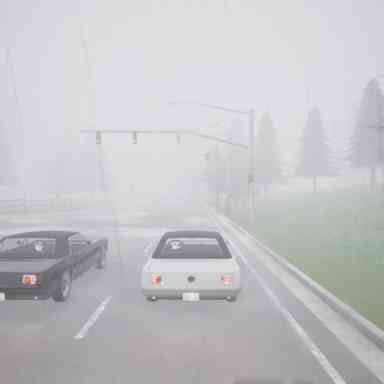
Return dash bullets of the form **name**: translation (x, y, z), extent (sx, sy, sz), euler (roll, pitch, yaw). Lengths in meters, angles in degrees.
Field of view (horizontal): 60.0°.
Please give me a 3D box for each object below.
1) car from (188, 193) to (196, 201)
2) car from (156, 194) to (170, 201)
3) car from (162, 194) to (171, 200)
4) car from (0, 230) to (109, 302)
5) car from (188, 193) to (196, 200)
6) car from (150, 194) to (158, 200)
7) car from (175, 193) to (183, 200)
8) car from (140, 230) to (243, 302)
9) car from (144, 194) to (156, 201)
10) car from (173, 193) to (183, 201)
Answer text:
- **car**: translation (-0.062, 1.517, 82.059), extent (2.128, 1.511, 4.902), euler (0, 0, 0)
- **car**: translation (-7.062, 1.517, 82.053), extent (2.128, 1.511, 4.902), euler (0, 0, 0)
- **car**: translation (-7.070, 1.372, 92.473), extent (2.033, 1.411, 5.357), euler (0, 0, 0)
- **car**: translation (-3.493, 1.601, 8.221), extent (1.895, 1.301, 4.718), euler (0, 0, 0)
- **car**: translation (-0.070, 1.187, 92.449), extent (2.097, 1.767, 4.553), euler (0, 0, 0)
- **car**: translation (-10.570, 1.356, 92.471), extent (1.812, 1.442, 4.674), euler (0, 0, 0)
- **car**: translation (-3.570, 1.187, 92.446), extent (2.097, 1.767, 4.553), euler (0, 0, 0)
- **car**: translation (0.007, 1.601, 8.224), extent (1.895, 1.301, 4.718), euler (0, 0, 0)
- **car**: translation (-10.562, 1.587, 82.498), extent (1.895, 1.301, 4.718), euler (0, 0, 0)
- **car**: translation (-3.562, 1.347, 82.443), extent (2.097, 1.767, 4.553), euler (0, 0, 0)
